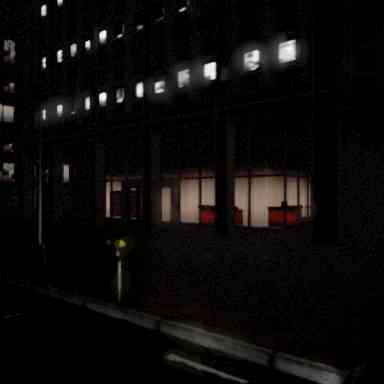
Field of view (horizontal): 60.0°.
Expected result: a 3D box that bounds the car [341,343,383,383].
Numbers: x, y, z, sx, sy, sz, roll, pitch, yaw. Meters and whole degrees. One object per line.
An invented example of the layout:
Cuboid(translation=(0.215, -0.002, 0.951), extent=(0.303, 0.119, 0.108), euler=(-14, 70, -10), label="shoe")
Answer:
Cuboid(translation=(2.890, 1.348, 1.264), extent=(4.553, 1.767, 2.097), euler=(-1, -1, 37), label="car")
